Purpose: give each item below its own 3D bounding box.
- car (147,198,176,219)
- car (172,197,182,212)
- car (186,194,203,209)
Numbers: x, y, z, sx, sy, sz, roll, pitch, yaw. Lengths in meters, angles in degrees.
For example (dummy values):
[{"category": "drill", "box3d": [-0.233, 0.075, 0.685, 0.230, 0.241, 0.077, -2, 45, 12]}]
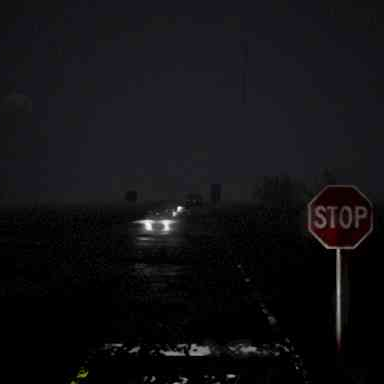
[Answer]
[{"category": "car", "box3d": [-2.743, 1.518, 29.515, 1.837, 1.490, 4.892, 0, 0, 2]}, {"category": "car", "box3d": [-2.652, 1.568, 39.906, 2.033, 1.411, 5.357, 0, 0, 0]}, {"category": "car", "box3d": [0.321, 1.246, 45.014, 2.150, 2.045, 5.566, 0, 0, 0]}]
